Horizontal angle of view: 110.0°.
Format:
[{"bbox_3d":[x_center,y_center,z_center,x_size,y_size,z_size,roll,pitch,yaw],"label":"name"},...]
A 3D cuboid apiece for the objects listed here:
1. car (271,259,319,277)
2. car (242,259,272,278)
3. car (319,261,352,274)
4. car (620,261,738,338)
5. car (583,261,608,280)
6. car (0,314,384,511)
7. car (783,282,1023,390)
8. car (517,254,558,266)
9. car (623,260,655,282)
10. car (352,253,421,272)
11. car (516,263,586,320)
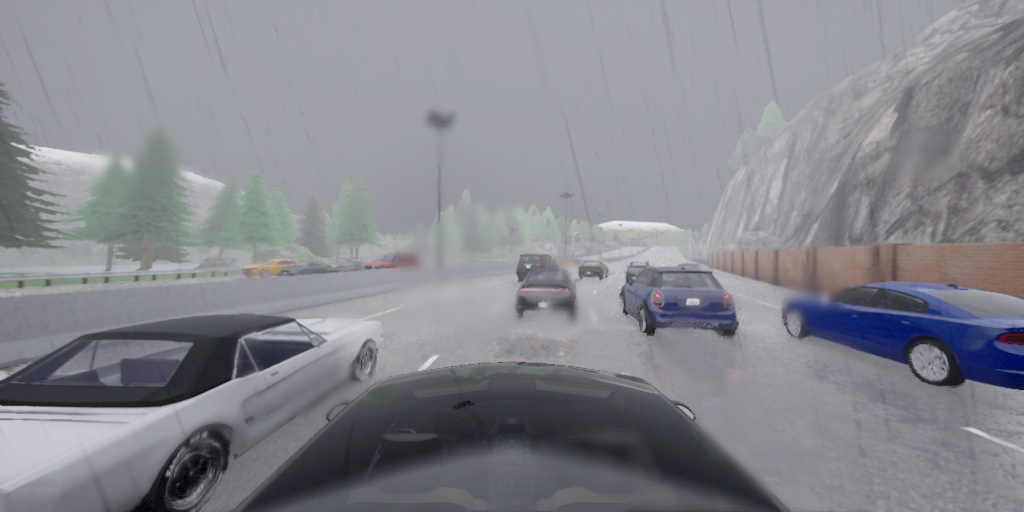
[{"bbox_3d":[-16.268,1.094,28.560,1.994,1.385,4.181,0,0,18],"label":"car"},{"bbox_3d":[-19.551,0.985,29.781,1.882,1.535,5.008,0,0,18],"label":"car"},{"bbox_3d":[-12.624,1.112,28.466,1.994,1.385,4.181,0,0,19],"label":"car"},{"bbox_3d":[4.517,1.078,10.428,2.097,1.767,4.553,0,0,8],"label":"car"},{"bbox_3d":[6.729,1.115,29.445,1.882,1.535,5.008,0,0,22],"label":"car"},{"bbox_3d":[-3.221,1.323,4.101,1.895,1.301,4.718,0,0,3],"label":"car"},{"bbox_3d":[7.517,1.237,6.887,1.882,1.535,5.008,0,0,5],"label":"car"},{"bbox_3d":[2.110,0.847,27.446,2.150,2.045,5.566,0,0,22],"label":"car"},{"bbox_3d":[10.237,1.150,28.733,2.128,1.511,4.902,0,0,23],"label":"car"},{"bbox_3d":[-9.230,0.790,27.747,2.150,2.045,5.566,0,0,20],"label":"car"},{"bbox_3d":[1.345,1.192,12.523,2.128,1.511,4.902,0,0,10],"label":"car"}]
